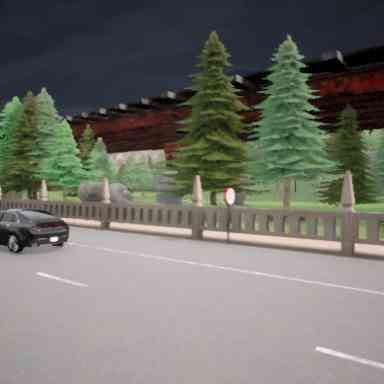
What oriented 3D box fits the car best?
[{"bbox_3d":[-6.834,1.414,13.134,4.892,1.490,1.837,0,0,35],"label":"car"}]
